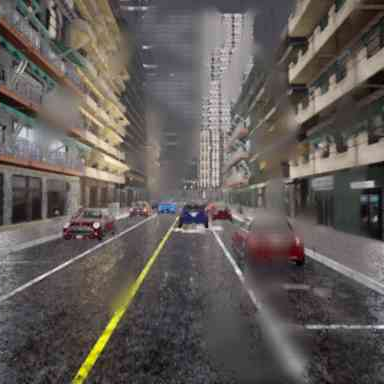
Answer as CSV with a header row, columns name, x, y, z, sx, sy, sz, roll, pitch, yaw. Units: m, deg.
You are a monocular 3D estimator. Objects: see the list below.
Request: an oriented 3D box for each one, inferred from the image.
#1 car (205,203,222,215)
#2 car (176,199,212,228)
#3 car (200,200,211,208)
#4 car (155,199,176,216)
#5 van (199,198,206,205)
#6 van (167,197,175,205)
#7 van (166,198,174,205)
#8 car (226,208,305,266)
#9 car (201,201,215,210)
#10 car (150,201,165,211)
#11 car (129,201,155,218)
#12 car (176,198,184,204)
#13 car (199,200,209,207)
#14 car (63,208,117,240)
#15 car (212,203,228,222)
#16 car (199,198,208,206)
name,x,y,z,sx,sy,sz,roll,pitch,yaw
car,2.529,2.003,40.510,1.802,1.307,4.206,0,-1,0
car,0.082,1.606,24.787,2.097,1.767,4.553,0,0,-1
car,2.505,2.228,63.267,1.887,1.381,4.507,0,-1,0
car,-2.882,1.877,38.483,1.882,1.535,5.008,0,-1,0
van,2.489,2.239,80.338,1.690,1.788,3.998,0,-1,0
van,-5.398,2.313,86.014,1.690,1.788,3.998,0,-1,0
van,-5.392,2.239,80.324,1.690,1.788,3.998,0,-1,0
car,2.560,1.561,12.065,1.967,1.590,4.097,0,-1,0
car,2.517,2.115,51.889,1.947,1.339,4.313,0,-1,0
car,-5.363,2.115,51.875,1.947,1.339,4.313,0,-1,0
car,-5.344,1.799,34.808,1.967,1.590,4.097,0,-1,0
car,-2.830,2.092,79.087,1.895,1.301,4.718,0,-1,0
car,2.499,2.298,68.957,1.887,1.381,4.507,0,-1,0
car,-5.327,1.619,17.739,1.967,1.590,4.097,0,-1,0
car,2.541,1.880,29.132,1.802,1.307,4.206,0,-1,0
car,2.494,2.265,74.647,1.967,1.590,4.097,0,-1,0
